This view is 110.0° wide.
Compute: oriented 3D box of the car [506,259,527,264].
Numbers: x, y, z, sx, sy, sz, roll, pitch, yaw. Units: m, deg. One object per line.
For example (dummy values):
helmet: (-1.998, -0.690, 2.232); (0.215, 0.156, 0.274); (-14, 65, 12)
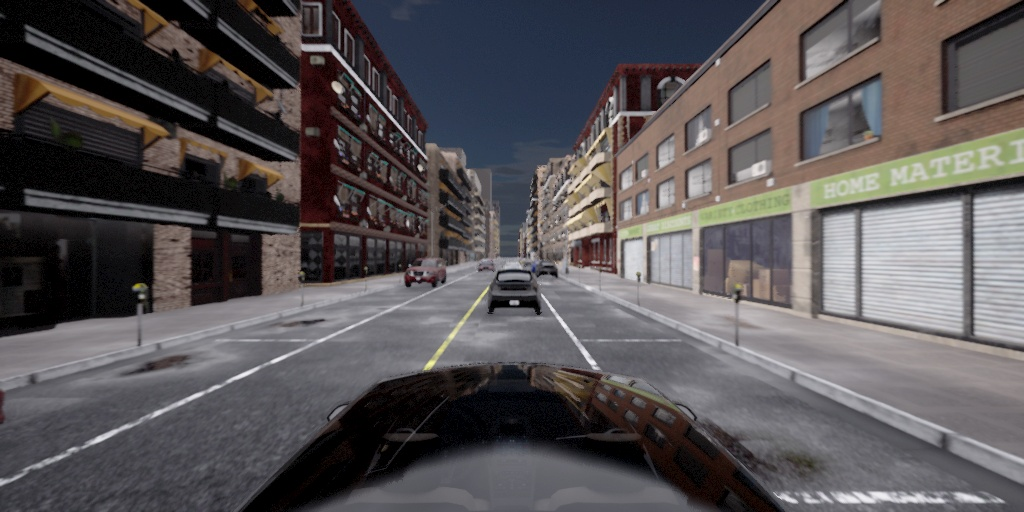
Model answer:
car: (0.090, 1.249, 29.967); (1.812, 1.442, 4.674); (0, 0, 0)

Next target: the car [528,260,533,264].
car: (3.151, 1.191, 40.190); (1.882, 1.535, 5.008); (0, 0, 0)

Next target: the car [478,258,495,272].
car: (-3.075, 1.274, 44.057); (1.994, 1.385, 4.181); (0, 0, 0)

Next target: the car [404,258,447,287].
car: (-5.685, 1.044, 24.201); (2.192, 1.841, 5.009); (0, 0, 0)

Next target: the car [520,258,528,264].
car: (2.706, 1.245, 58.012); (2.007, 1.370, 4.403); (0, 0, 0)

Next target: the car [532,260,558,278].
car: (3.155, 1.224, 33.191); (1.837, 1.490, 4.892); (0, 0, 0)

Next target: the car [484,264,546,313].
car: (0.089, 1.244, 13.869); (1.837, 1.490, 4.892); (0, 0, 0)

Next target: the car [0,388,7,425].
car: (-5.692, 1.332, 1.656); (1.802, 1.307, 4.207); (0, 0, 0)
